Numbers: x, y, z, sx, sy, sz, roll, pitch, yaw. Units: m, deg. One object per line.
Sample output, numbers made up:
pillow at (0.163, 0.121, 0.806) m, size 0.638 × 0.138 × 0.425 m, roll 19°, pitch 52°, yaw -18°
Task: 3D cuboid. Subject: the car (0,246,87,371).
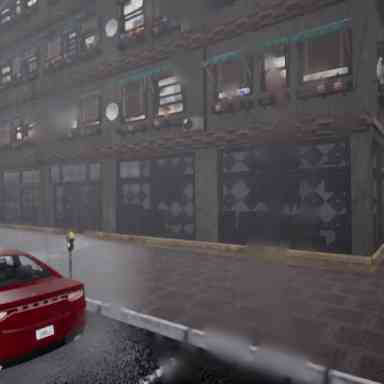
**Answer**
car at (-3.569, 1.543, 5.273) m, size 4.507 × 1.381 × 1.887 m, roll 0°, pitch -1°, yaw 35°
